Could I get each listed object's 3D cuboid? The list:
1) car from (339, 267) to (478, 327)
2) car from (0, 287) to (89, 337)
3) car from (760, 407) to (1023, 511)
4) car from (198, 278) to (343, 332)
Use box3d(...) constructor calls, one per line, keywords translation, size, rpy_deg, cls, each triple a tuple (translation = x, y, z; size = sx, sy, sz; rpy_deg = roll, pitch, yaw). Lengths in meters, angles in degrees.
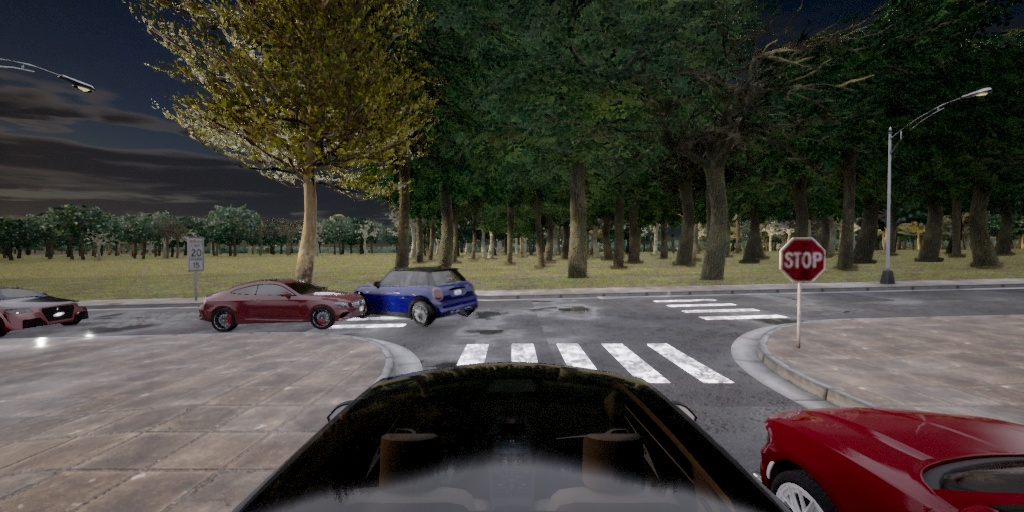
box3d(translation=(-3.420, 1.151, 12.054), size=(4.553, 1.767, 2.097), rpy_deg=(-1, 2, 33), cls="car")
box3d(translation=(-16.147, 1.690, 11.186), size=(4.181, 1.385, 1.994), rpy_deg=(-1, 1, 0), cls="car")
box3d(translation=(2.636, 1.295, 0.755), size=(1.888, 1.381, 4.507), rpy_deg=(0, 0, 0), cls="car")
box3d(translation=(-7.036, 1.431, 11.191), size=(4.674, 1.442, 1.812), rpy_deg=(-1, 1, 0), cls="car")
